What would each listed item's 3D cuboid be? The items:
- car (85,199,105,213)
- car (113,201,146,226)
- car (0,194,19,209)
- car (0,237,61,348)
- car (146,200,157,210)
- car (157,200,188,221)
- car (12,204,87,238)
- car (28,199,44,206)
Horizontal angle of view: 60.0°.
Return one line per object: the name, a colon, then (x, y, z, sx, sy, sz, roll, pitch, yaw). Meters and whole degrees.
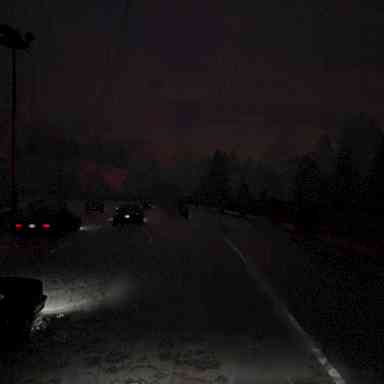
car: (-10.949, 1.518, 37.485, 2.128, 1.511, 4.902, 0, 0, -15)
car: (-4.504, 1.565, 23.773, 1.994, 1.385, 4.181, 0, 0, -7)
car: (-25.492, 1.306, 46.379, 2.150, 2.045, 5.566, 0, 0, -24)
car: (-3.399, 1.547, 3.238, 2.033, 1.411, 5.357, 0, 0, 0)
car: (-5.197, 1.626, 42.562, 1.895, 1.301, 4.718, 0, 0, -18)
car: (-1.467, 1.491, 27.026, 2.128, 1.511, 4.902, 0, 0, -9)
car: (-7.248, 1.546, 17.178, 2.033, 1.411, 5.357, 0, 0, -4)
car: (-22.609, 1.646, 48.381, 1.994, 1.385, 4.181, 0, 0, -24)
